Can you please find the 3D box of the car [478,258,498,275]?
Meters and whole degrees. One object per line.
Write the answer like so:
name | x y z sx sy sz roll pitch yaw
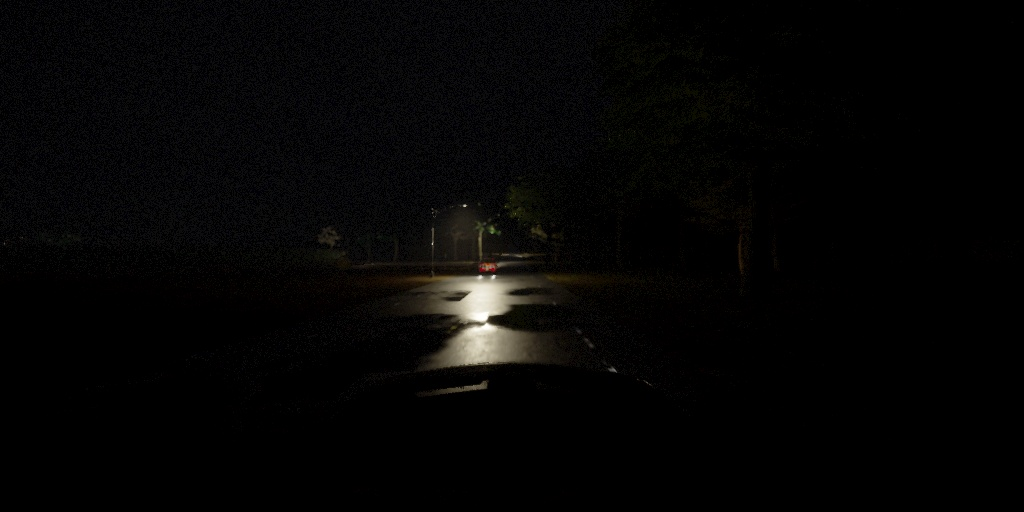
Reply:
car | -3.032 1.310 46.402 2.150 2.045 5.566 0 0 1
